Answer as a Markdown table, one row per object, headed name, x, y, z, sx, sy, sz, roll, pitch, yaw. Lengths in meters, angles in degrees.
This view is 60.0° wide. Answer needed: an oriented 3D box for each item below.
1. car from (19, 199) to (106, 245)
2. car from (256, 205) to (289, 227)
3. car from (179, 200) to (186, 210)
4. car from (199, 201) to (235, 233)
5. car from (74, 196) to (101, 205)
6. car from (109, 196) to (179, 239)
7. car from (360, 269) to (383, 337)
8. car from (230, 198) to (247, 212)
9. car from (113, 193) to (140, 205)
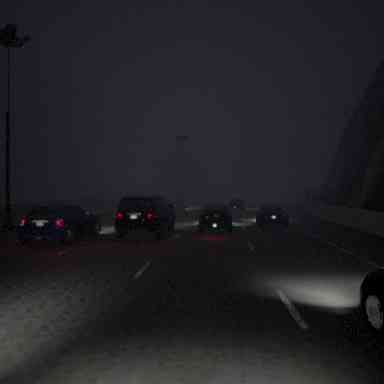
| name | x | y | z | sx | sy | sz | roll | pitch | yaw |
| --- | --- | --- | --- | --- | --- | --- | --- | --- | --- |
| car | -5.997 | 1.331 | 15.659 | 2.097 | 1.767 | 4.553 | 0 | 0 | 5 |
| car | 5.488 | 1.557 | 23.095 | 1.994 | 1.385 | 4.181 | 0 | 0 | 8 |
| car | -2.044 | 1.570 | 39.431 | 1.895 | 1.301 | 4.718 | 0 | 0 | 13 |
| car | 1.503 | 1.493 | 19.884 | 1.837 | 1.490 | 4.892 | 0 | 0 | 7 |
| car | -18.456 | 1.420 | 59.136 | 2.128 | 1.511 | 4.902 | 0 | 0 | 18 |
| car | -2.316 | 1.205 | 17.530 | 2.150 | 2.045 | 5.566 | 0 | 0 | 6 |
| car | 3.737 | 1.508 | 3.736 | 1.837 | 1.490 | 4.892 | 0 | 0 | 1 |
| car | 5.580 | 1.486 | 41.002 | 1.837 | 1.490 | 4.892 | 0 | 0 | 14 |
| car | -11.337 | 1.161 | 58.371 | 2.150 | 2.045 | 5.566 | 0 | 0 | 19 |
